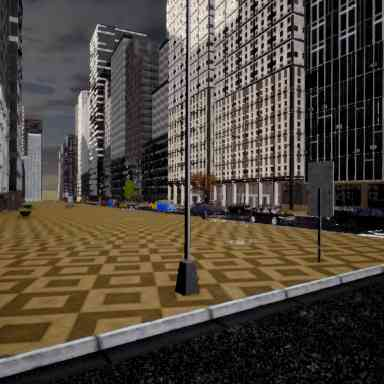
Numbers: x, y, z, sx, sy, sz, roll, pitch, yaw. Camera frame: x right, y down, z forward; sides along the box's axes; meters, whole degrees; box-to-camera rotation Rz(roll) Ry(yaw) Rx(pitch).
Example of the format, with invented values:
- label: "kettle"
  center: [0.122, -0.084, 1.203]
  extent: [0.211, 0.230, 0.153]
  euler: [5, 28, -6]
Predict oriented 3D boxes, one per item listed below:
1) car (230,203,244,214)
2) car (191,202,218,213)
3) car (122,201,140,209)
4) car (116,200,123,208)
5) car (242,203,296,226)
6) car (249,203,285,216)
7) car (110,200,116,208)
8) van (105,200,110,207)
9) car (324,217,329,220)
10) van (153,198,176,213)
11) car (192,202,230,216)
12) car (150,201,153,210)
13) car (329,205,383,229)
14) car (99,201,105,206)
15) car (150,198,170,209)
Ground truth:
- label: "car"
  center: [6.423, 2.168, 44.746]
  extent: [1.947, 1.339, 4.313]
  euler: [-1, -1, -26]
- label: "car"
  center: [1.713, 2.194, 48.602]
  extent: [1.837, 1.490, 4.892]
  euler: [0, -1, -26]
- label: "car"
  center: [-10.862, 2.525, 61.407]
  extent: [2.008, 1.369, 4.403]
  euler: [-1, -1, -26]
- label: "car"
  center: [-13.221, 2.602, 66.326]
  extent: [1.752, 1.417, 4.829]
  euler: [-1, -1, -26]
- label: "car"
  center: [6.164, 1.814, 25.908]
  extent: [2.008, 1.369, 4.403]
  euler: [-1, -1, -26]
- label: "car"
  center: [8.855, 2.068, 39.675]
  extent: [1.947, 1.339, 4.313]
  euler: [-1, -1, -26]
- label: "car"
  center: [-15.726, 2.731, 71.550]
  extent: [1.887, 1.381, 4.507]
  euler: [-1, -1, -26]
- label: "van"
  center: [-18.161, 2.635, 76.623]
  extent: [1.690, 1.788, 3.998]
  euler: [-1, -1, -26]
- label: "car"
  center: [13.719, 1.854, 29.532]
  extent: [2.008, 1.369, 4.403]
  euler: [-1, -1, -26]
- label: "van"
  center: [-3.569, 2.005, 46.197]
  extent: [1.690, 1.788, 3.998]
  euler: [-1, -1, -26]
- label: "car"
  center: [2.000, 2.089, 40.609]
  extent: [2.033, 1.411, 5.357]
  euler: [0, -1, -26]
- label: "car"
  center: [-5.674, 2.392, 56.838]
  extent: [1.882, 1.535, 5.008]
  euler: [0, -1, -26]
- label: "car"
  center: [11.823, 1.702, 20.954]
  extent: [2.033, 1.411, 5.357]
  euler: [0, -1, -31]
- label: "car"
  center: [-23.022, 3.053, 86.762]
  extent: [1.887, 1.381, 4.507]
  euler: [-1, -1, -26]
- label: "car"
  center: [-6.410, 2.257, 65.538]
  extent: [2.150, 2.045, 5.566]
  euler: [0, -1, -26]
